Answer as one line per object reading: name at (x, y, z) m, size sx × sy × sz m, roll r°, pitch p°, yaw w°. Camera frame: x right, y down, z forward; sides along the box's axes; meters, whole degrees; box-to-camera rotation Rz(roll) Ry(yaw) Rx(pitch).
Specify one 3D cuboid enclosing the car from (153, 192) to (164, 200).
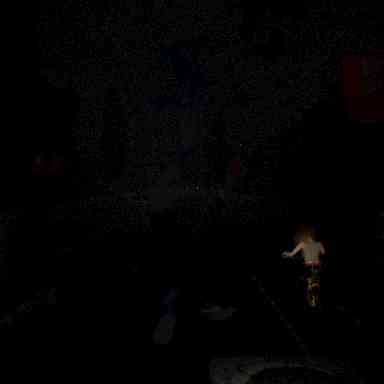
car at (-6.502, 0.744, 65.220) m, size 2.128 × 1.511 × 4.902 m, roll 0°, pitch 1°, yaw 0°

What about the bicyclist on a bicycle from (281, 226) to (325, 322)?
bicyclist on a bicycle at (2.152, 1.435, 6.254) m, size 0.866 × 1.612 × 1.509 m, roll 0°, pitch 0°, yaw 0°

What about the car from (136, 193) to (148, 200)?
car at (-9.752, 0.853, 65.191) m, size 1.895 × 1.301 × 4.718 m, roll 0°, pitch 1°, yaw 0°

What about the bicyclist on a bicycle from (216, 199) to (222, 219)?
bicyclist on a bicycle at (2.250, 1.379, 27.595) m, size 0.582 × 1.620 × 1.656 m, roll 0°, pitch 0°, yaw 0°
